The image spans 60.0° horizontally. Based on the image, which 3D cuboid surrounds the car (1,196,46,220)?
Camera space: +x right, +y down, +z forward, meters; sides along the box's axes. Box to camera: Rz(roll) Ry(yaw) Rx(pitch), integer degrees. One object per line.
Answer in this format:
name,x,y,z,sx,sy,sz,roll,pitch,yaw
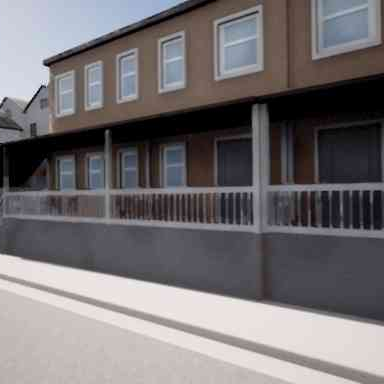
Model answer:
car,-13.565,1.190,27.489,2.033,1.411,5.357,-1,15,34
